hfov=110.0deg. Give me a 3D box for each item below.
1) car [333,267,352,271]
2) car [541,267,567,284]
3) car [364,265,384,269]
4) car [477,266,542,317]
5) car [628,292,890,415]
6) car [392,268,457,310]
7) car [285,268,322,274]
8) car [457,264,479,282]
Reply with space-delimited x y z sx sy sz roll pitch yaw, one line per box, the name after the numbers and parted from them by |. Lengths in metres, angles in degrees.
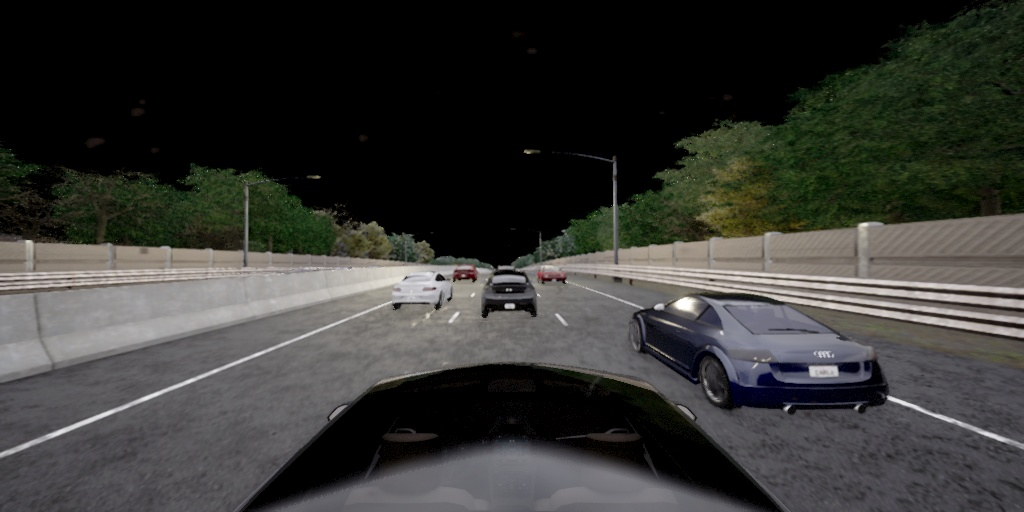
-18.389 1.879 39.300 1.994 1.385 4.181 0 -1 -1 | car
3.044 1.516 28.442 1.895 1.301 4.718 0 -1 -1 | car
-14.875 1.742 38.498 1.882 1.535 5.008 0 -1 -1 | car
-0.125 1.307 13.437 1.837 1.490 4.892 0 0 -1 | car
3.538 1.302 6.123 1.994 1.385 4.181 0 0 -1 | car
-3.663 1.367 15.153 1.812 1.442 4.674 0 0 -1 | car
-21.864 1.915 37.905 1.895 1.301 4.718 0 -1 -1 | car
-4.034 1.511 31.855 1.882 1.535 5.008 0 -1 -1 | car
